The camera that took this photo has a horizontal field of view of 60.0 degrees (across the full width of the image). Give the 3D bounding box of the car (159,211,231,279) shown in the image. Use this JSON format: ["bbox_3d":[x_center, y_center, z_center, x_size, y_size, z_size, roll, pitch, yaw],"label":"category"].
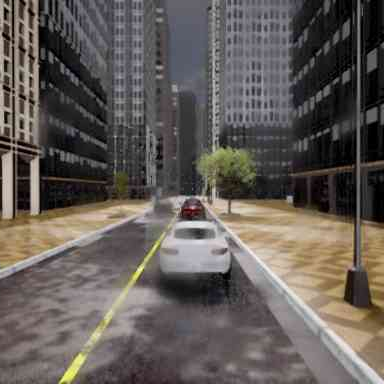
[{"bbox_3d":[0.078,1.532,9.927,1.812,1.442,4.674,0,0,0],"label":"car"}]

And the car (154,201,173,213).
[{"bbox_3d":[-3.111,1.639,36.851,1.895,1.301,4.718,0,0,0],"label":"car"}]

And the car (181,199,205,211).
[{"bbox_3d":[0.081,1.380,30.191,2.097,1.767,4.553,0,0,0],"label":"car"}]
